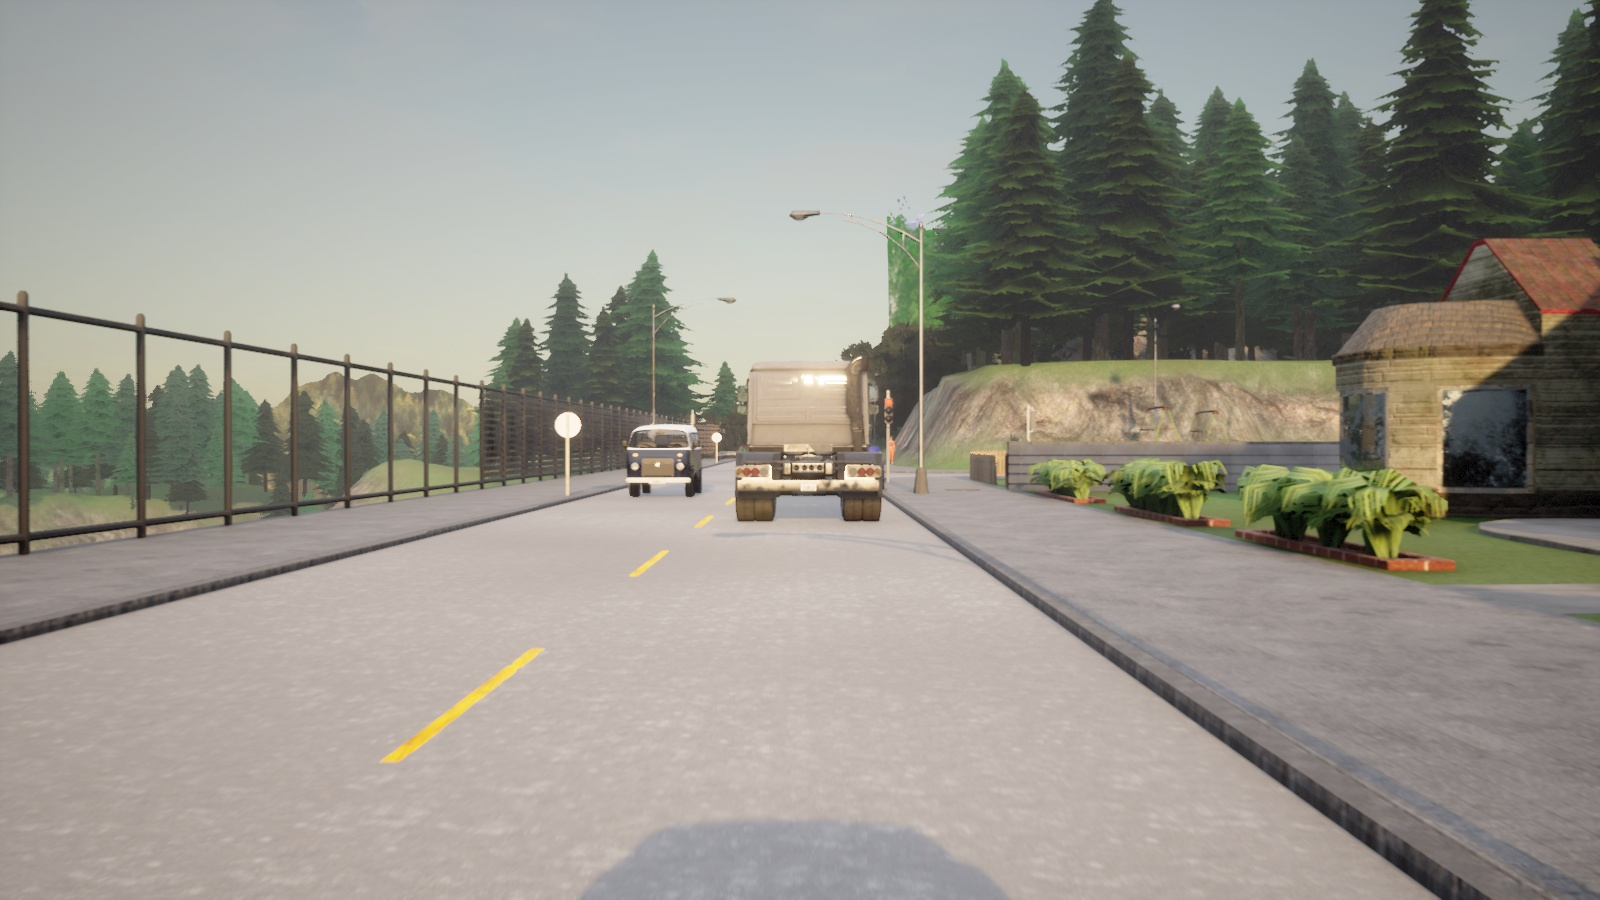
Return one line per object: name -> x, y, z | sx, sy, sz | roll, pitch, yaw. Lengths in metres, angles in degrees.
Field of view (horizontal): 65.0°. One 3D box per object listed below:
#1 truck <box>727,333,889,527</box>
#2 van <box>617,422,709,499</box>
truck -> 0.173, -0.384, 26.421 | 2.891, 3.462, 7.936 | 0, 0, 0
van -> -3.773, 0.268, 35.343 | 2.069, 2.038, 4.480 | 0, 0, 0
